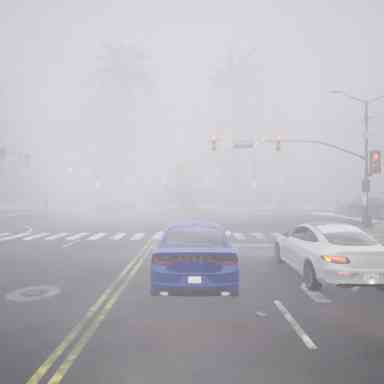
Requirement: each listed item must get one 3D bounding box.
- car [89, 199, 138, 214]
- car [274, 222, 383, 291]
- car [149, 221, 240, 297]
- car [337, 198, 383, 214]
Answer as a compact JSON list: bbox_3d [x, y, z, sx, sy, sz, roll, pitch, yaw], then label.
[{"bbox_3d":[-8.048,1.505,34.152,4.892,1.490,1.837,0,0,0],"label":"car"},{"bbox_3d":[3.563,1.526,8.901,1.812,1.442,4.674,0,0,0],"label":"car"},{"bbox_3d":[0.062,1.478,8.650,1.882,1.535,5.008,0,0,0],"label":"car"},{"bbox_3d":[17.374,1.352,34.128,4.553,1.767,2.097,0,0,0],"label":"car"}]
